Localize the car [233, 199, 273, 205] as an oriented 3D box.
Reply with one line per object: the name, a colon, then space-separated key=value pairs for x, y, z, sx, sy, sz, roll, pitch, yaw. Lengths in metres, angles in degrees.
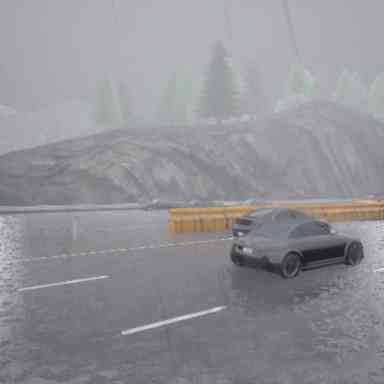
car: x=5.723 y=1.360 z=31.715 sx=4.674 sy=1.442 sz=1.812 roll=0 pitch=0 yaw=-28

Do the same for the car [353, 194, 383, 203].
car: x=18.635 y=1.148 z=34.477 sx=4.553 sy=1.767 sz=2.097 roll=0 pitch=0 yaw=-27

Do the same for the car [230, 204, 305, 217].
car: x=4.001 y=1.427 z=14.470 sx=4.892 sy=1.490 sz=1.837 roll=0 pitch=0 yaw=-31

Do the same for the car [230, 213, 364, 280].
car: x=3.172 y=1.510 z=9.858 sx=4.181 sy=1.385 sz=1.994 roll=0 pitch=0 yaw=-32

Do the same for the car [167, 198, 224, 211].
car: x=0.676 y=1.386 z=32.969 sx=5.357 sy=1.411 sz=2.033 roll=0 pitch=0 yaw=-29

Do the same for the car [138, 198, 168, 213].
car: x=-3.342 y=1.363 z=34.726 sx=4.674 sy=1.442 sz=1.812 roll=0 pitch=0 yaw=-30
